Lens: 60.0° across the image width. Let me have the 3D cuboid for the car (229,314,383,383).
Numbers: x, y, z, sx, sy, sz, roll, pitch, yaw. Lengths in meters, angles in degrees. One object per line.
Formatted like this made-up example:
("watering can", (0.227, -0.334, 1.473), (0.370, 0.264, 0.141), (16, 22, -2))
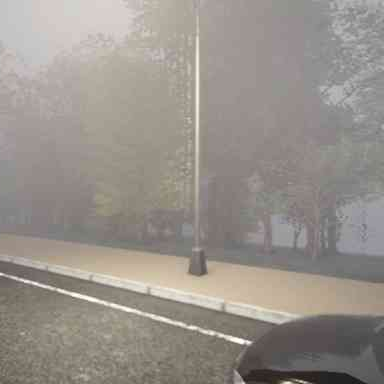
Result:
("car", (2.510, 1.481, 1.872), (4.902, 1.511, 2.128), (-1, 0, 36))
